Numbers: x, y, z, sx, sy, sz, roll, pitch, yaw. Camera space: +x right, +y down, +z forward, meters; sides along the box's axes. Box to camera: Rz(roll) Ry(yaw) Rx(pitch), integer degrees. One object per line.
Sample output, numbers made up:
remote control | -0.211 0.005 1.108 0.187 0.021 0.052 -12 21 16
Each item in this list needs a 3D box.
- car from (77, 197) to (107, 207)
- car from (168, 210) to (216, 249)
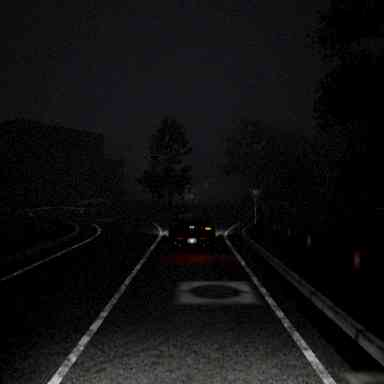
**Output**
car | -13.864 1.367 46.262 1.812 1.442 4.674 0 0 28
car | 0.000 1.548 14.652 1.837 1.490 4.892 0 0 0
